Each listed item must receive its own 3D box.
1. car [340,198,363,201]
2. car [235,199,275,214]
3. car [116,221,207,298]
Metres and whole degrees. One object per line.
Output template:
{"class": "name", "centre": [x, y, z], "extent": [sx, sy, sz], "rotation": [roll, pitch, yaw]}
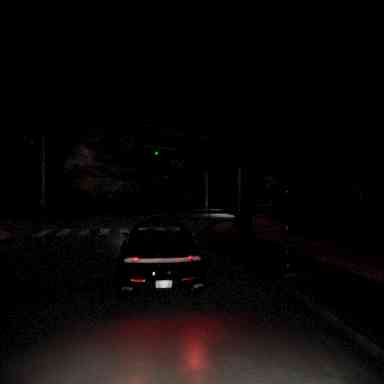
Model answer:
{"class": "car", "centre": [15.299, 1.348, 32.764], "extent": [4.892, 1.490, 1.837], "rotation": [0, 0, -12]}
{"class": "car", "centre": [6.271, 1.369, 30.764], "extent": [4.674, 1.442, 1.812], "rotation": [0, 0, -12]}
{"class": "car", "centre": [-0.862, 1.492, 8.572], "extent": [2.128, 1.511, 4.902], "rotation": [0, 0, -8]}
